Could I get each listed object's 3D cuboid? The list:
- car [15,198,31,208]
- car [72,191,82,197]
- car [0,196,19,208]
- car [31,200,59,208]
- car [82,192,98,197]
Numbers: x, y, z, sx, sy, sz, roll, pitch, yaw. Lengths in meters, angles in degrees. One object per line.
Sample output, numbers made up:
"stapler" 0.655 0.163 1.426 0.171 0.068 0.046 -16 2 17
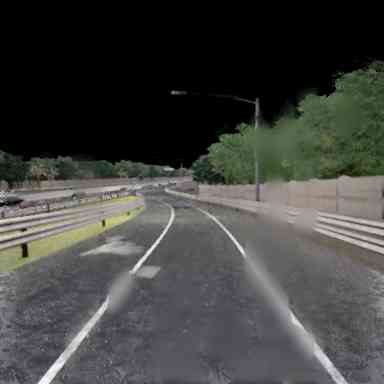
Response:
"car" -30.240 2.146 62.029 1.994 1.385 4.181 0 3 8
"car" -29.969 0.472 88.456 2.097 1.767 4.553 0 3 8
"car" -33.697 1.783 62.554 2.150 2.045 5.566 0 3 8
"car" -26.776 2.153 61.528 2.033 1.411 5.357 0 3 8
"car" -26.500 0.693 87.999 1.994 1.385 4.181 0 3 8
